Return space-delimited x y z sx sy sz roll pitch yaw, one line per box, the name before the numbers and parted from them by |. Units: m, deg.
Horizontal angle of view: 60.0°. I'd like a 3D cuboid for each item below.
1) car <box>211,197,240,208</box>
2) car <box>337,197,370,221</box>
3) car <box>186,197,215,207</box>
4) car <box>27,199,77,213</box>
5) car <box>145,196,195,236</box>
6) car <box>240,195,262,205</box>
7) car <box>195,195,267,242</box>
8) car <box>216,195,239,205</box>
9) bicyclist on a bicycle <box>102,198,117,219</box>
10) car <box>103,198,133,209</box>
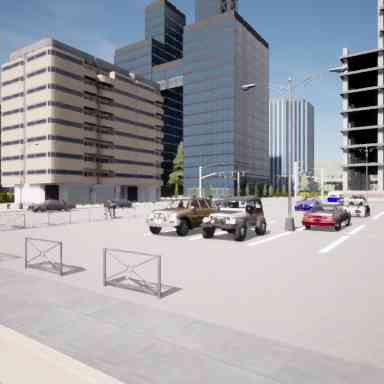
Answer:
car | 5.135 1.547 50.475 2.033 1.411 5.357 0 0 33
car | 14.097 1.395 28.592 1.970 1.475 3.806 0 0 34
car | 1.322 1.492 51.149 2.128 1.511 4.902 0 0 34
car | -15.954 1.547 38.177 2.033 1.411 5.357 0 0 34
car | -0.276 1.153 17.279 1.932 1.855 4.605 0 0 34
car | 10.395 1.352 58.354 2.097 1.767 4.553 0 0 34
car | 2.094 1.156 15.617 1.905 1.878 3.866 0 0 34
car | 6.360 1.352 58.781 2.097 1.767 4.553 0 0 34
bicyclist on a bicycle | -6.520 1.302 26.229 1.656 1.620 0.582 0 0 34
car | -10.329 1.564 46.550 1.994 1.385 4.181 0 0 35
